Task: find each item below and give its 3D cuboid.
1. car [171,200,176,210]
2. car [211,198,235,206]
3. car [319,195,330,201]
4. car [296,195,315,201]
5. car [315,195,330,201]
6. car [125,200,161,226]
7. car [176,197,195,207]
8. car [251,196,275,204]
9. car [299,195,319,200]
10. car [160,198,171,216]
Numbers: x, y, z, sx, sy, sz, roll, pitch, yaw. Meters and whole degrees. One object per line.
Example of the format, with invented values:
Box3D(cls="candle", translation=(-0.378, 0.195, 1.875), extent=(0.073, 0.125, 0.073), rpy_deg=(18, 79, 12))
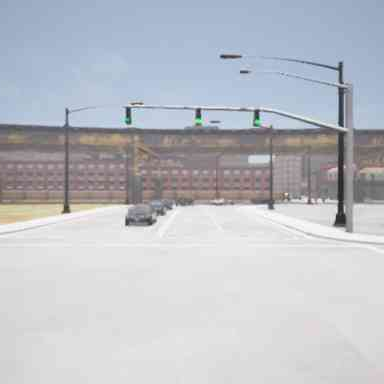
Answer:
Box3D(cls="car", translation=(-3.485, 1.529, 43.370), extent=(1.837, 1.490, 4.892), rpy_deg=(0, 0, 0))
Box3D(cls="car", translation=(5.368, 1.649, 57.065), extent=(1.895, 1.301, 4.718), rpy_deg=(0, 0, 44))
Box3D(cls="car", translation=(32.420, 1.417, 81.441), extent=(1.853, 1.218, 4.536), rpy_deg=(0, 0, 31))
Box3D(cls="car", translation=(29.355, 1.566, 83.564), extent=(2.038, 1.542, 4.974), rpy_deg=(0, 0, -29))
Box3D(cls="car", translation=(32.393, 1.574, 81.397), extent=(2.038, 1.542, 4.974), rpy_deg=(0, 0, 31))
Box3D(cls="car", translation=(-3.580, 1.549, 24.077), extent=(1.812, 1.442, 4.674), rpy_deg=(0, 0, 0))
Box3D(cls="car", translation=(-1.106, 1.536, 53.538), extent=(1.837, 1.490, 4.892), rpy_deg=(0, 0, 23))
Box3D(cls="car", translation=(13.410, 1.562, 62.991), extent=(4.902, 1.511, 2.128), rpy_deg=(0, 0, -24))
Box3D(cls="car", translation=(29.331, 1.409, 83.610), extent=(1.853, 1.218, 4.536), rpy_deg=(0, 0, -29))
Box3D(cls="car", translation=(-3.569, 1.515, 33.217), extent=(2.128, 1.511, 4.902), rpy_deg=(0, 0, 0))
